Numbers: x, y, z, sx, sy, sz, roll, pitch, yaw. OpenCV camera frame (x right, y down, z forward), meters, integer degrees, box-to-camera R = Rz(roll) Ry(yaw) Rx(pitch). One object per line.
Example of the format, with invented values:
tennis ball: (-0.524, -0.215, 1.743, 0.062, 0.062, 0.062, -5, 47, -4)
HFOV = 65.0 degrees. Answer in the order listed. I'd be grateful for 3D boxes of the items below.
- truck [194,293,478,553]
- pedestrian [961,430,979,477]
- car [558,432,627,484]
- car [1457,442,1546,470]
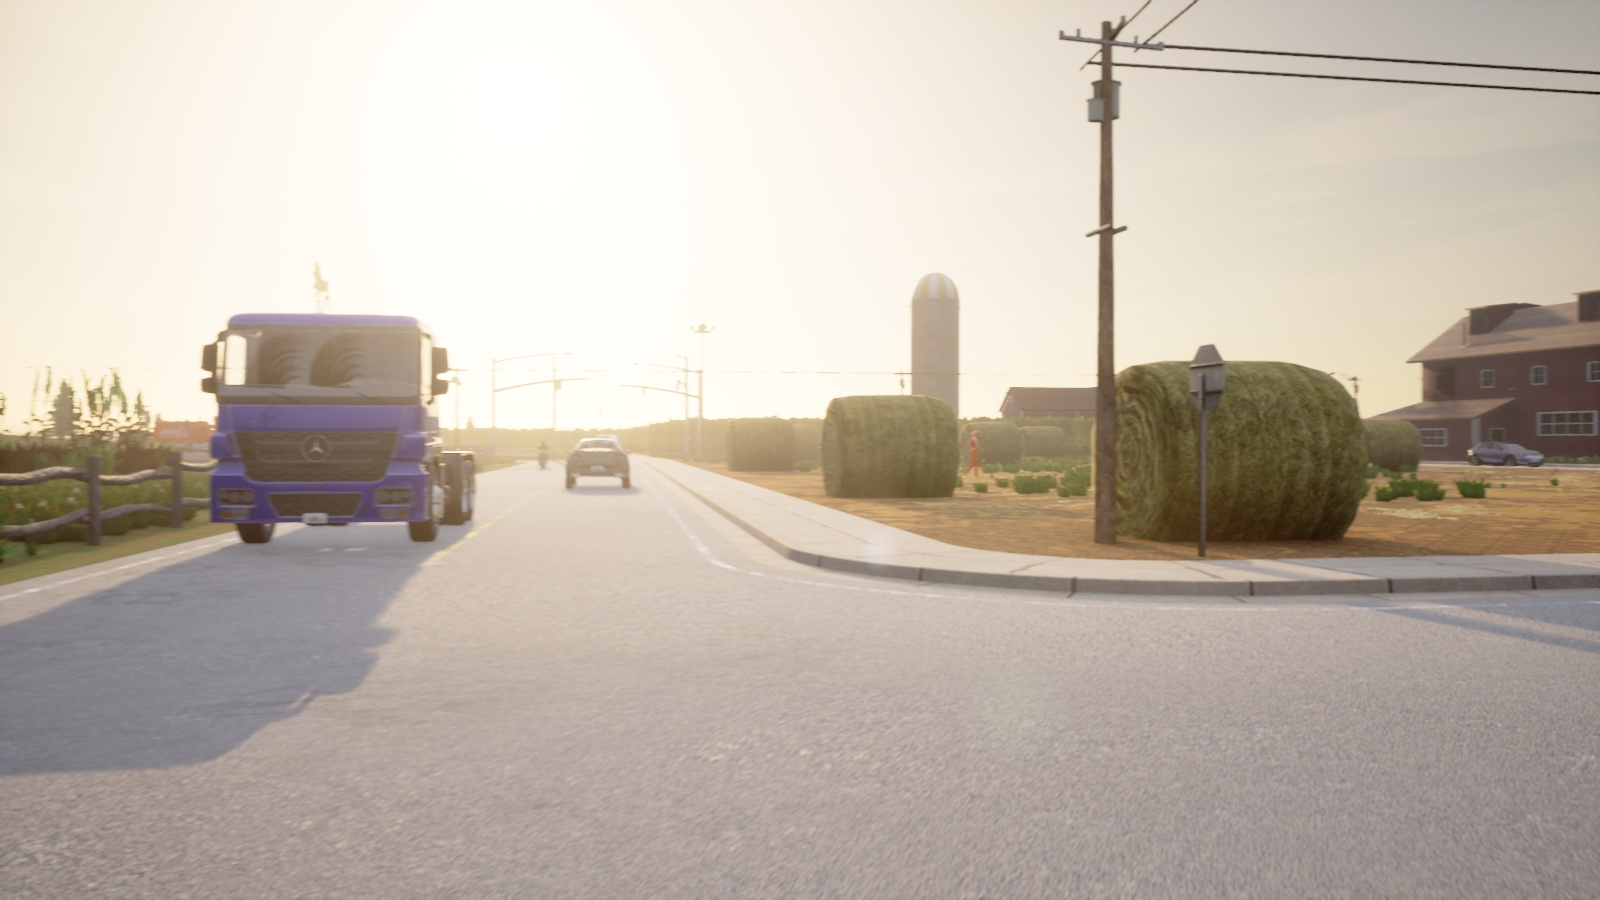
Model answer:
truck: (-7.251, -0.383, 20.901, 2.891, 3.462, 7.936, 0, 0, -9)
pedestrian: (6.574, 0.129, 48.518, 0.594, 1.836, 0.345, 0, 0, -8)
car: (-6.994, 0.251, 42.505, 2.152, 1.651, 5.027, 0, 0, -9)
car: (42.691, 0.357, 76.587, 2.033, 1.649, 4.856, 0, 0, -12)
